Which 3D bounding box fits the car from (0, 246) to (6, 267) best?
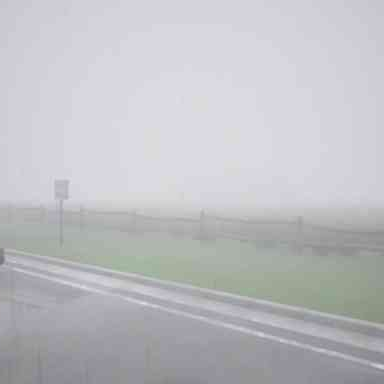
[{"bbox_3d":[-7.140,1.597,9.089,4.718,1.301,1.895,0,0,35],"label":"car"}]
